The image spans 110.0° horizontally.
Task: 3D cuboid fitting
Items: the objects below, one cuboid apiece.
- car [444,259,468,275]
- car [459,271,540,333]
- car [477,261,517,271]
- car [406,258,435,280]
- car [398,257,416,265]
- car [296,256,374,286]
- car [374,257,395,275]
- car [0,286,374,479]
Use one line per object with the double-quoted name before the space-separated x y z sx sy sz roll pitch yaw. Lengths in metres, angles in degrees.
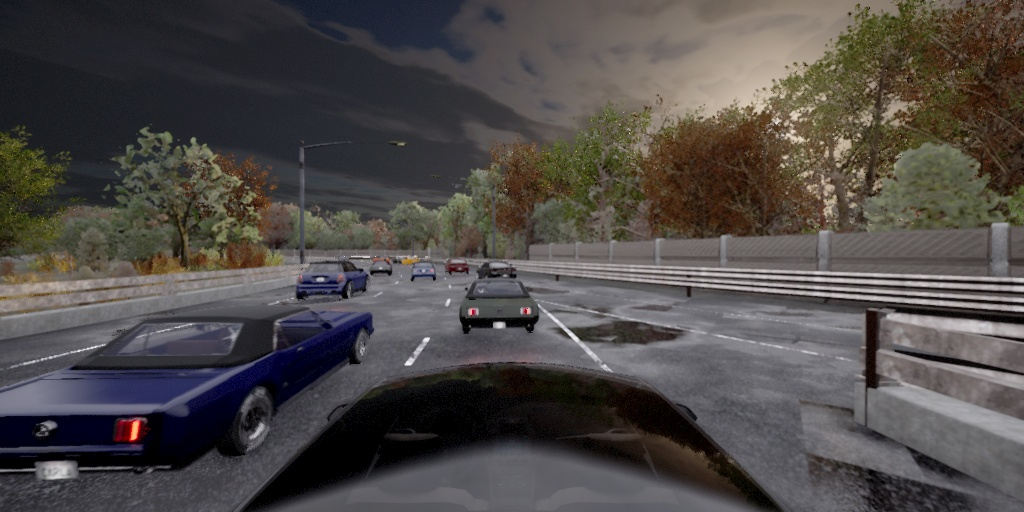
"car" -5.590 1.007 35.591 1.882 1.535 5.008 0 0 -18
"car" -0.450 1.293 10.480 1.895 1.301 4.718 0 0 -4
"car" -1.158 1.076 24.827 1.882 1.535 5.008 0 0 -17
"car" -7.065 1.124 28.426 2.033 1.411 5.357 0 0 -15
"car" -17.191 0.847 60.599 1.882 1.535 5.008 0 0 -32
"car" -8.349 1.004 17.101 2.097 1.767 4.553 0 0 -9
"car" -12.855 1.097 35.297 1.994 1.385 4.181 0 0 -18
"car" -3.558 1.330 4.952 1.895 1.301 4.718 0 0 -2
